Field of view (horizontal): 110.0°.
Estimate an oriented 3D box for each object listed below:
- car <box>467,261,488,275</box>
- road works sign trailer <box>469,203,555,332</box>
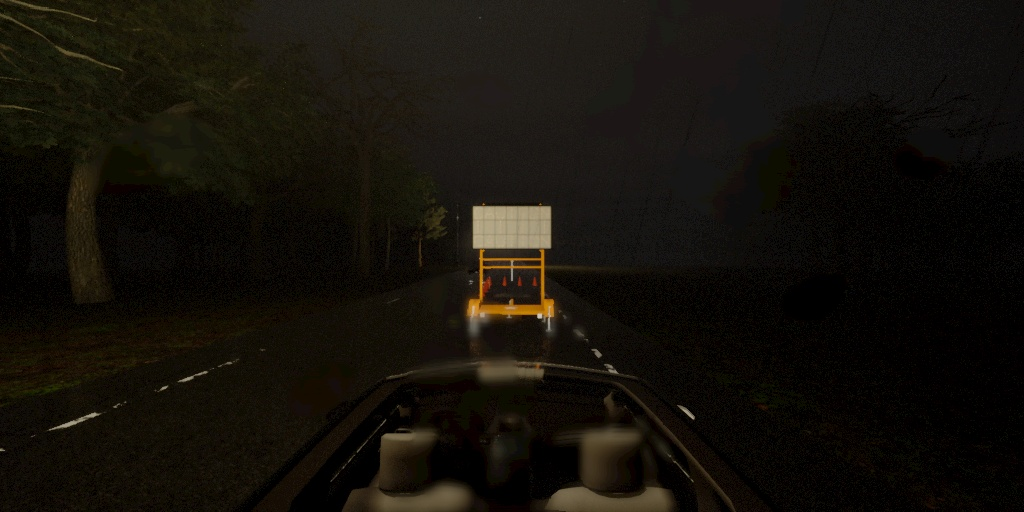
[{"bbox_3d":[-3.493,1.195,37.730,2.033,1.411,5.357,0,0,0],"label":"car"},{"bbox_3d":[0.002,0.210,10.797,2.380,3.560,2.880,0,0,0],"label":"road works sign trailer"}]
